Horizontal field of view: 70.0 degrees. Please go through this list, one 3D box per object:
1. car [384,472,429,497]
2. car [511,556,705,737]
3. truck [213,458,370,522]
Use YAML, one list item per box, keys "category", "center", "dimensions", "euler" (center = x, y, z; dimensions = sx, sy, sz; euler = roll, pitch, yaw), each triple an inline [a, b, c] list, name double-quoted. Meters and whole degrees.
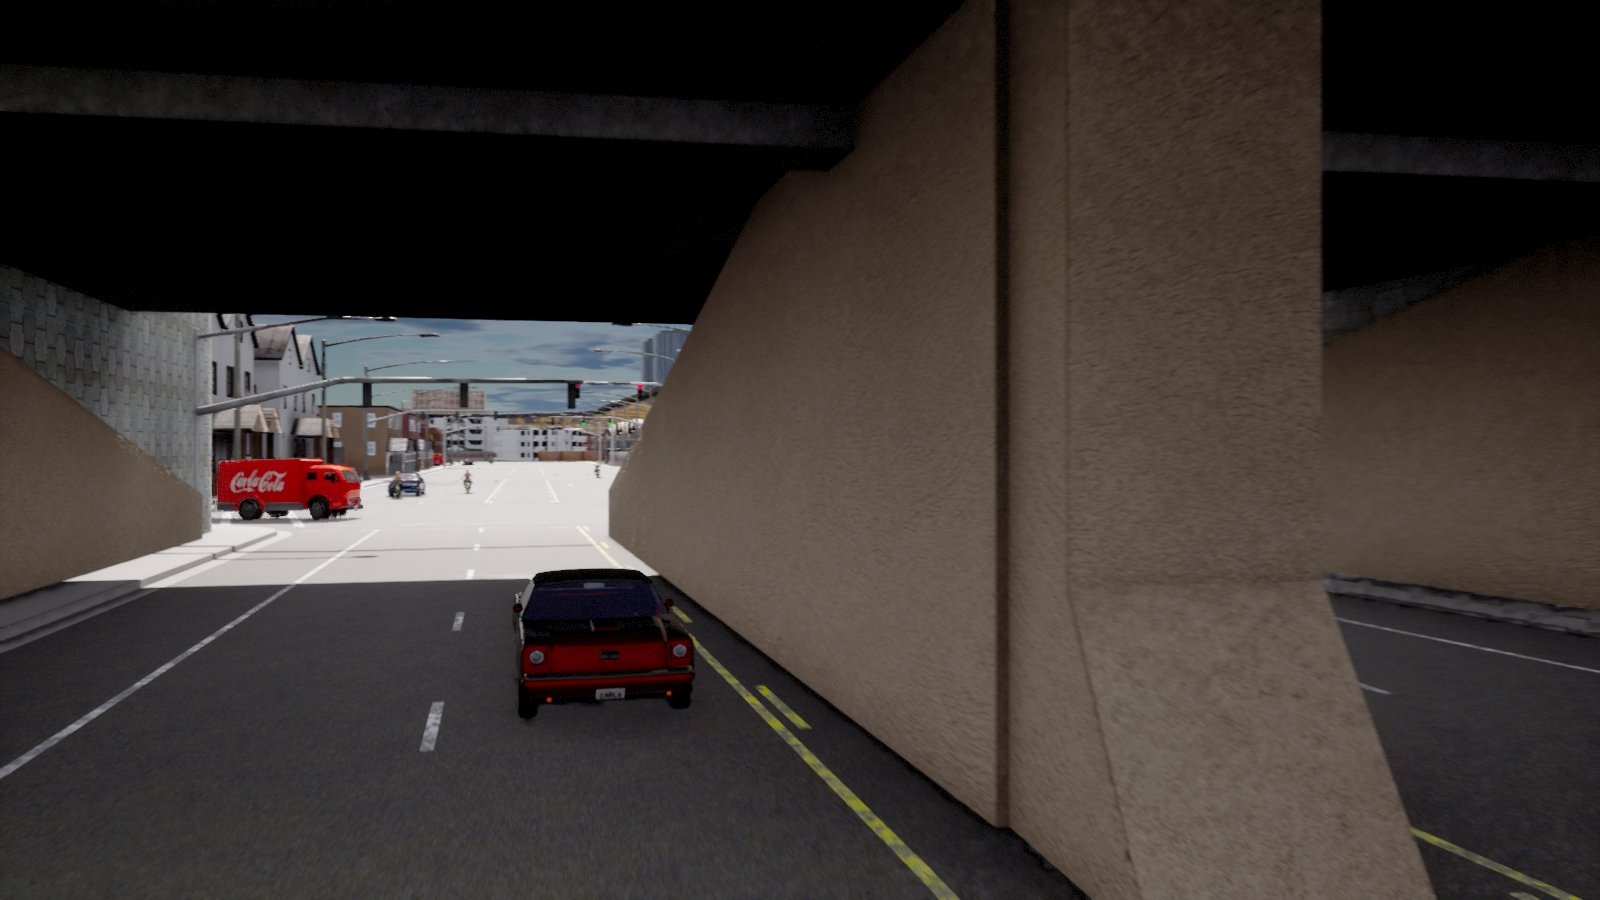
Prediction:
- category: "car"
  center: [-24.414, 2.122, 71.061]
  dimensions: [2.033, 1.411, 5.357]
  euler: [0, 0, -13]
- category: "car"
  center: [-2.479, 2.156, 13.713]
  dimensions: [1.895, 1.301, 4.718]
  euler: [0, 0, -15]
- category: "truck"
  center: [-20.645, 1.606, 46.586]
  dimensions: [5.204, 2.467, 2.627]
  euler: [-1, -1, 2]
